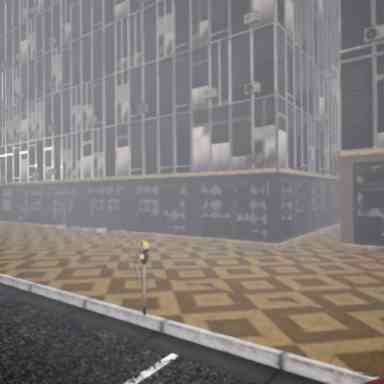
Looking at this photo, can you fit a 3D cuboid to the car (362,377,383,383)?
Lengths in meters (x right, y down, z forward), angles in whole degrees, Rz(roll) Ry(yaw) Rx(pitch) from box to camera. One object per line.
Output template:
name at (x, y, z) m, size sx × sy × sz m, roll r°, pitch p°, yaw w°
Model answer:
car at (2.708, 1.528, 0.946) m, size 4.507 × 1.381 × 1.887 m, roll -1°, pitch -1°, yaw 35°
